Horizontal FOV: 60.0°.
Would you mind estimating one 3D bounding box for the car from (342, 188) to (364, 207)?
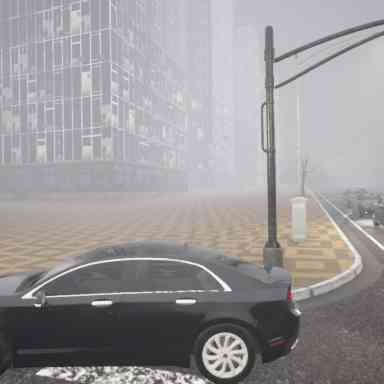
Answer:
[{"bbox_3d":[13.213,0.453,26.688,2.128,1.511,4.902,-1,2,18],"label":"car"}]

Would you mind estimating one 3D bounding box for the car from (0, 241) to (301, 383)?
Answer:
[{"bbox_3d":[-1.002,1.505,4.746,4.892,1.490,1.837,0,0,0],"label":"car"}]

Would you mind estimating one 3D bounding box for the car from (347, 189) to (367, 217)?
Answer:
[{"bbox_3d":[11.196,0.759,20.631,1.994,1.385,4.181,-1,2,17],"label":"car"}]

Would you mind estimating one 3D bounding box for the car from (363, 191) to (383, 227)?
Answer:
[{"bbox_3d":[9.124,0.928,14.345,2.128,1.511,4.902,-1,2,18],"label":"car"}]
